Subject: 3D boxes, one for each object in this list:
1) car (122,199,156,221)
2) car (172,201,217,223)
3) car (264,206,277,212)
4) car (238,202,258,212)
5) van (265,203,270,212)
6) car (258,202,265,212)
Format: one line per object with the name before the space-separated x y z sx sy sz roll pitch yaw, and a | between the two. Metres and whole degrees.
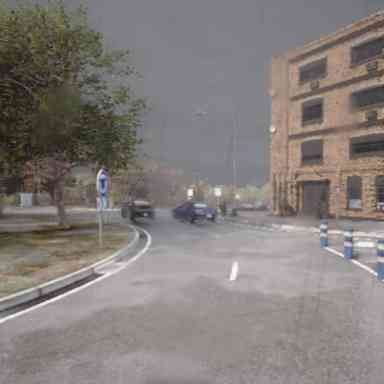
car | -4.213 1.332 25.801 1.837 1.490 4.892 -1 1 -22
car | 0.121 1.382 23.988 1.812 1.442 4.674 0 0 -26
car | 17.865 3.844 75.101 2.002 1.452 4.674 0 -3 24
car | 8.980 2.605 54.970 2.002 1.452 4.674 2 -2 24
van | 13.457 2.964 65.133 1.878 1.987 4.442 0 -3 24
car | 11.185 2.903 59.996 2.163 1.488 4.792 0 -3 24
